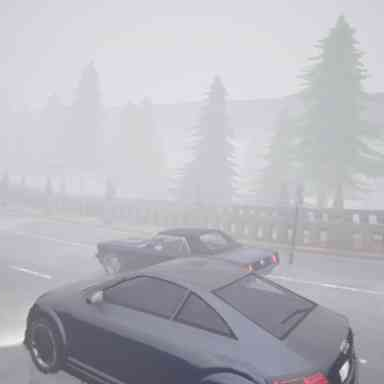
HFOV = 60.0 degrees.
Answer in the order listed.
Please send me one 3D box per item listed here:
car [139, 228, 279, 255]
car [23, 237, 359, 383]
[{"bbox_3d":[-0.335,1.588,8.530,4.718,1.301,1.895,0,0,36],"label":"car"},{"bbox_3d":[-0.249,1.558,4.170,4.181,1.385,1.994,0,0,36],"label":"car"}]
